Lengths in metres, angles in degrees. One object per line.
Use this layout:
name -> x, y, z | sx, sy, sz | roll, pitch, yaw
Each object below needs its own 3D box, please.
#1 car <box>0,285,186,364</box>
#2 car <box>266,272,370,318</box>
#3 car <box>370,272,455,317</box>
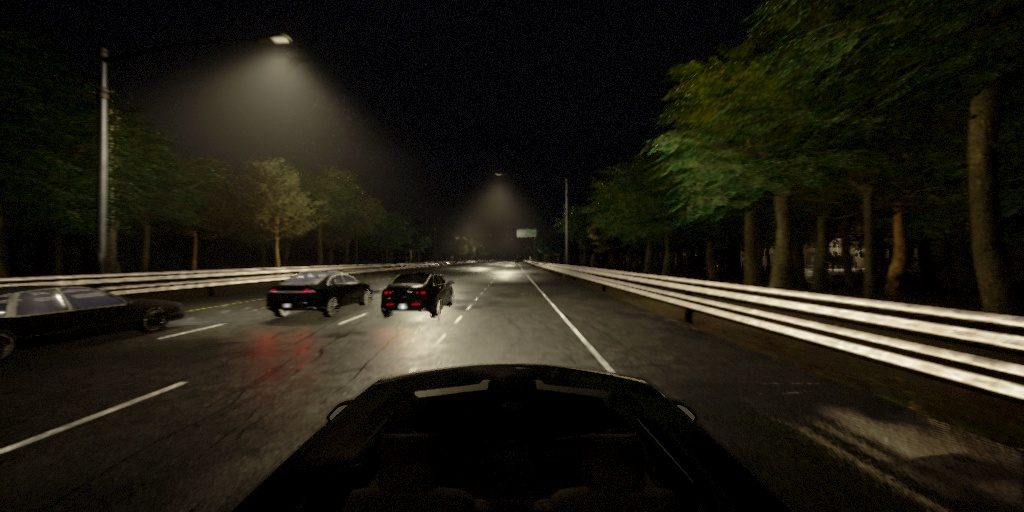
car -> -10.402, 1.342, 7.910 | 2.033, 1.411, 5.357 | 0, 0, 0
car -> -6.899, 1.329, 13.422 | 2.128, 1.511, 4.902 | 0, 0, 0
car -> -3.398, 1.344, 13.579 | 1.837, 1.490, 4.892 | 0, 0, 0
